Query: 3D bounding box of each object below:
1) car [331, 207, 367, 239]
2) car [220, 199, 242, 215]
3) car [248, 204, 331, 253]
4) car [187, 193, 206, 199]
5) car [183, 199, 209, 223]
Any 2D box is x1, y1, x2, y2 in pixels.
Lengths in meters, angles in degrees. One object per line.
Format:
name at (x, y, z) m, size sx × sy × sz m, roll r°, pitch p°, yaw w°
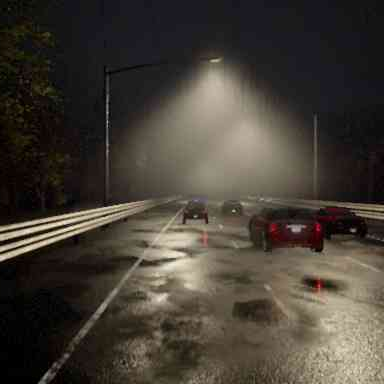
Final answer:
car at (7.188, 1.515, 17.080) m, size 1.812 × 1.442 × 4.674 m, roll 0°, pitch 0°, yaw 1°
car at (3.891, 1.482, 33.185) m, size 1.837 × 1.490 × 4.892 m, roll 0°, pitch 0°, yaw 1°
car at (3.662, 1.343, 13.747) m, size 2.097 × 1.767 × 4.553 m, roll 0°, pitch 0°, yaw 0°
car at (0.572, 1.191, 43.003) m, size 2.150 × 2.045 × 5.566 m, roll 0°, pitch 0°, yaw 1°
car at (0.276, 1.509, 25.311) m, size 1.812 × 1.442 × 4.674 m, roll 0°, pitch 0°, yaw 1°
